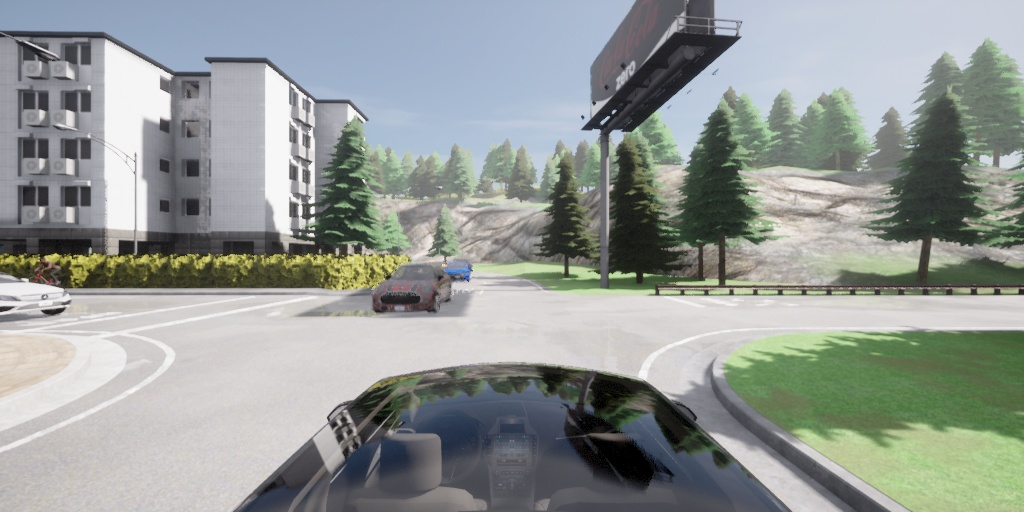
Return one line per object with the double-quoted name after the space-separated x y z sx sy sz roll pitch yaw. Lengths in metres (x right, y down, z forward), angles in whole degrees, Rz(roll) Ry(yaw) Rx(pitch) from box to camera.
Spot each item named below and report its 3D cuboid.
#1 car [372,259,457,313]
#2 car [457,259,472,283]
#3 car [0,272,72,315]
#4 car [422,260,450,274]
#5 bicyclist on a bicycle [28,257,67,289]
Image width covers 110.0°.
-3.618 1.087 13.731 2.097 1.767 4.553 0 0 0 "car"
-4.347 1.251 28.330 1.882 1.535 5.008 0 0 -10 "car"
-15.822 1.107 10.344 4.674 1.442 1.812 0 0 -1 "car"
-9.063 1.264 42.419 1.882 1.535 5.008 0 0 -29 "car"
-23.007 0.889 17.720 0.582 1.620 1.656 0 0 -1 "bicyclist on a bicycle"
